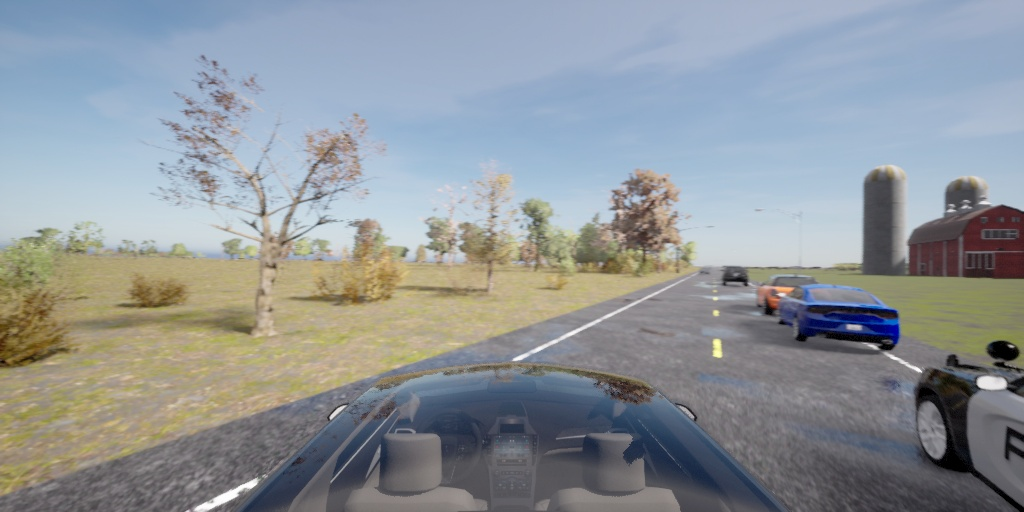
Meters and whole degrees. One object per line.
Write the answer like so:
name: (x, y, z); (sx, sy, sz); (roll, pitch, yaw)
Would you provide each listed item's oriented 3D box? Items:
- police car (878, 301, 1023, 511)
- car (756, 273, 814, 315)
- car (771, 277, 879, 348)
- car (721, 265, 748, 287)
police car: (4.392, 1.292, 1.940); (1.930, 1.638, 5.238); (1, -1, 29)
car: (12.164, 1.593, 15.763); (2.097, 1.767, 4.553); (1, -1, 29)
car: (9.236, 1.579, 10.559); (1.882, 1.535, 5.008); (1, -1, 29)
car: (22.745, 1.995, 36.650); (2.150, 2.045, 5.566); (1, -1, 30)
